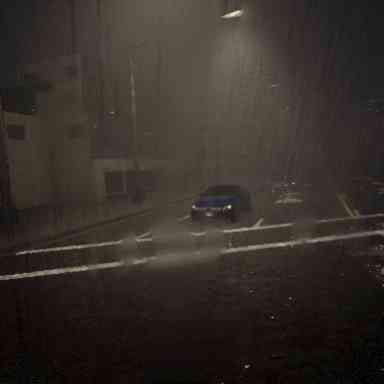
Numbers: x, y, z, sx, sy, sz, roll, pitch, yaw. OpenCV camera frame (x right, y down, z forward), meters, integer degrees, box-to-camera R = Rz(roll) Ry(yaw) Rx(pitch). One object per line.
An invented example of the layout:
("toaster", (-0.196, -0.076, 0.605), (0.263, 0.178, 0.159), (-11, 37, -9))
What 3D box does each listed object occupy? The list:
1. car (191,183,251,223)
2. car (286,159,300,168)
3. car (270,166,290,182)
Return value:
("car", (1.432, 0.378, 14.795), (1.812, 1.442, 4.674), (-1, 5, 21))
("car", (18.507, -4.956, 60.652), (2.150, 2.045, 5.566), (-1, 5, 21))
("car", (10.091, -1.902, 38.024), (1.994, 1.385, 4.181), (-1, 6, 21))
